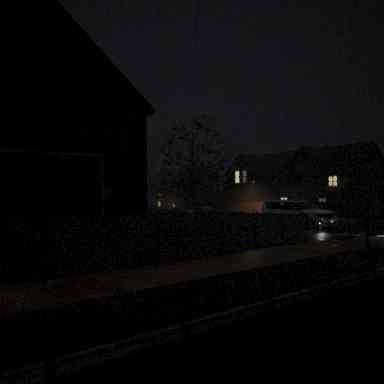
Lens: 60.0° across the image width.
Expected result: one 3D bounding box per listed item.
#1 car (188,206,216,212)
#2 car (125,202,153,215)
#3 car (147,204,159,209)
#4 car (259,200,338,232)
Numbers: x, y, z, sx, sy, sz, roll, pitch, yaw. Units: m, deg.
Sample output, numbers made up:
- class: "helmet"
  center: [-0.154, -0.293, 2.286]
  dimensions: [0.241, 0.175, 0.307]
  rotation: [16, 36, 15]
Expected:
- class: "car"
  center: [1.253, 2.094, 31.209]
  dimensions: [1.812, 1.442, 4.674]
  rotation: [-1, -1, -36]
- class: "car"
  center: [-7.836, 2.342, 48.811]
  dimensions: [2.097, 1.767, 4.553]
  rotation: [-1, -1, -35]
- class: "car"
  center: [-5.261, 2.336, 40.287]
  dimensions: [1.837, 1.490, 4.892]
  rotation: [-1, 0, -35]
- class: "car"
  center: [7.134, 1.551, 23.039]
  dimensions: [2.150, 2.045, 5.566]
  rotation: [-1, -1, -36]
